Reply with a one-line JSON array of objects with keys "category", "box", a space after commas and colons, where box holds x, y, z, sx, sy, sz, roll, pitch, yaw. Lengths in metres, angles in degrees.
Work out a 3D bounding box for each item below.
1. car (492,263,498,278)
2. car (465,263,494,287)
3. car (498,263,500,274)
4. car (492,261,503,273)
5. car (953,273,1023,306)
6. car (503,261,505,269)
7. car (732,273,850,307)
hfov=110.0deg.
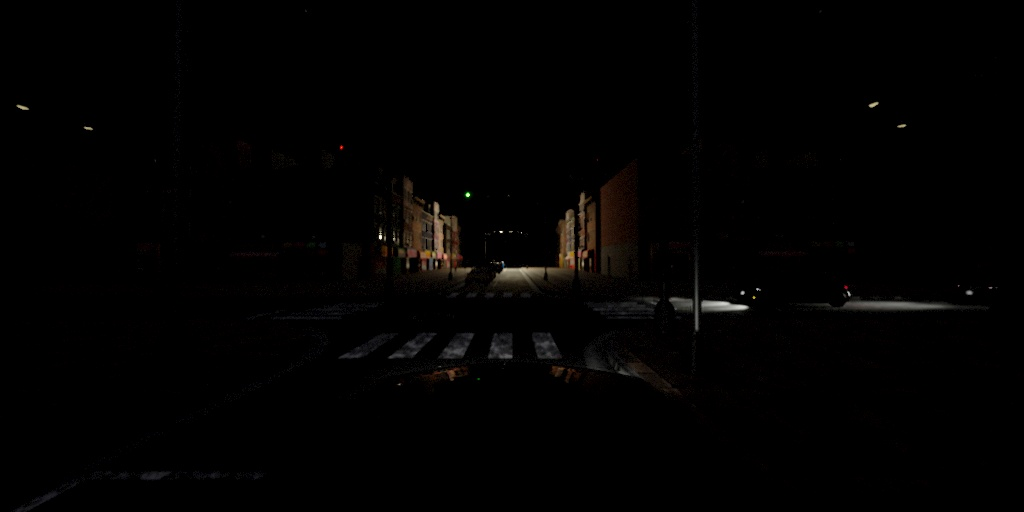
[{"category": "car", "box": [-2.608, 1.615, 33.475, 1.888, 1.381, 4.507, 0, 0, 0]}, {"category": "car", "box": [-2.614, 1.535, 27.701, 1.751, 1.417, 4.829, 0, 0, 0]}, {"category": "car", "box": [-2.603, 1.714, 39.080, 1.802, 1.307, 4.207, 0, 0, 0]}, {"category": "car", "box": [-2.593, 1.701, 50.289, 1.967, 1.591, 4.097, 0, 0, 0]}, {"category": "car", "box": [22.425, 1.338, 15.652, 4.902, 1.511, 2.128, 0, -1, 0]}, {"category": "car", "box": [-2.588, 1.767, 55.894, 1.967, 1.591, 4.097, 0, 0, 0]}, {"category": "car", "box": [12.063, 1.431, 15.677, 4.181, 1.385, 1.994, 0, -1, 0]}]
